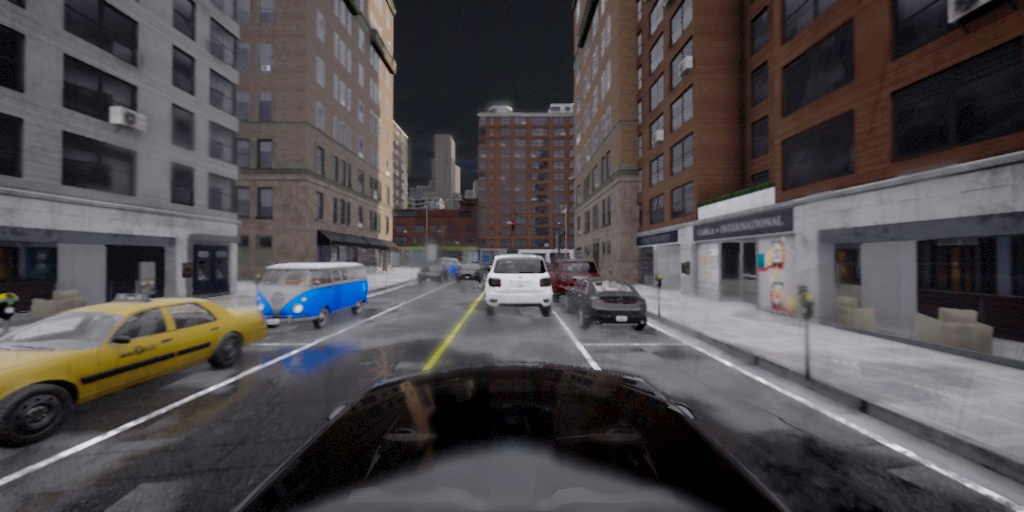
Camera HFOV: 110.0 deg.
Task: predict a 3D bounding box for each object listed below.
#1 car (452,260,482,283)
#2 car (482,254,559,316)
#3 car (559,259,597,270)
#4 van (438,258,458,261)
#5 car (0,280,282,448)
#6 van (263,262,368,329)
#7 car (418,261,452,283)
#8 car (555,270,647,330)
[{"bbox_3d":[-3.102,1.246,27.387,1.837,1.490,4.892,0,0,0],"label":"car"},{"bbox_3d":[0.157,0.962,13.453,2.150,2.045,5.566,0,0,-2],"label":"car"},{"bbox_3d":[2.663,1.053,16.396,2.192,1.841,5.009,0,0,0],"label":"car"},{"bbox_3d":[-5.868,1.083,32.842,1.690,1.789,3.998,0,0,0],"label":"van"},{"bbox_3d":[-5.858,1.270,5.262,1.751,1.417,4.829,0,0,0],"label":"car"},{"bbox_3d":[-5.860,1.081,10.915,1.690,1.789,3.998,0,0,0],"label":"van"},{"bbox_3d":[-5.866,1.306,27.360,1.948,1.339,4.313,0,0,0],"label":"car"},{"bbox_3d":[2.665,1.291,10.914,2.007,1.370,4.403,0,0,0],"label":"car"}]
